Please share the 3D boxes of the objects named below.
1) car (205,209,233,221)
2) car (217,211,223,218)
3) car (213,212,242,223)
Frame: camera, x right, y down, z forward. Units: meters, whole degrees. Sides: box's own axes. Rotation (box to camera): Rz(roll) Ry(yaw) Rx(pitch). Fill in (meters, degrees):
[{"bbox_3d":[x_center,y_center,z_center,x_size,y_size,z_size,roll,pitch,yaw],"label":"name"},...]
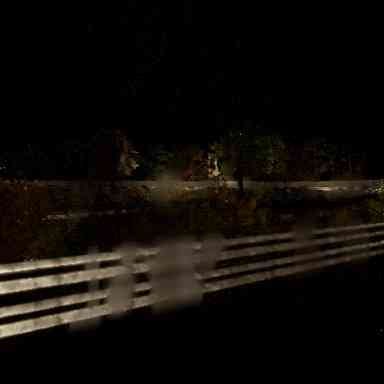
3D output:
[{"bbox_3d":[5.086,4.311,62.737,4.553,1.767,2.097,-4,3,-20],"label":"car"},{"bbox_3d":[7.652,4.337,56.222,5.566,2.045,2.150,-4,3,-20],"label":"car"},{"bbox_3d":[6.362,4.567,59.480,4.674,1.442,1.812,-4,3,-20],"label":"car"}]
